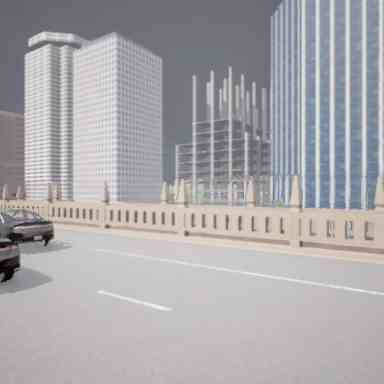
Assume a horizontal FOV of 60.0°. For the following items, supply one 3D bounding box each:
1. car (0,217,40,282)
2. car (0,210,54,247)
[{"bbox_3d":[-6.298,1.492,8.484,4.902,1.511,2.128,0,0,36],"label":"car"},{"bbox_3d":[-7.708,1.492,13.787,4.902,1.511,2.128,0,0,35],"label":"car"}]
